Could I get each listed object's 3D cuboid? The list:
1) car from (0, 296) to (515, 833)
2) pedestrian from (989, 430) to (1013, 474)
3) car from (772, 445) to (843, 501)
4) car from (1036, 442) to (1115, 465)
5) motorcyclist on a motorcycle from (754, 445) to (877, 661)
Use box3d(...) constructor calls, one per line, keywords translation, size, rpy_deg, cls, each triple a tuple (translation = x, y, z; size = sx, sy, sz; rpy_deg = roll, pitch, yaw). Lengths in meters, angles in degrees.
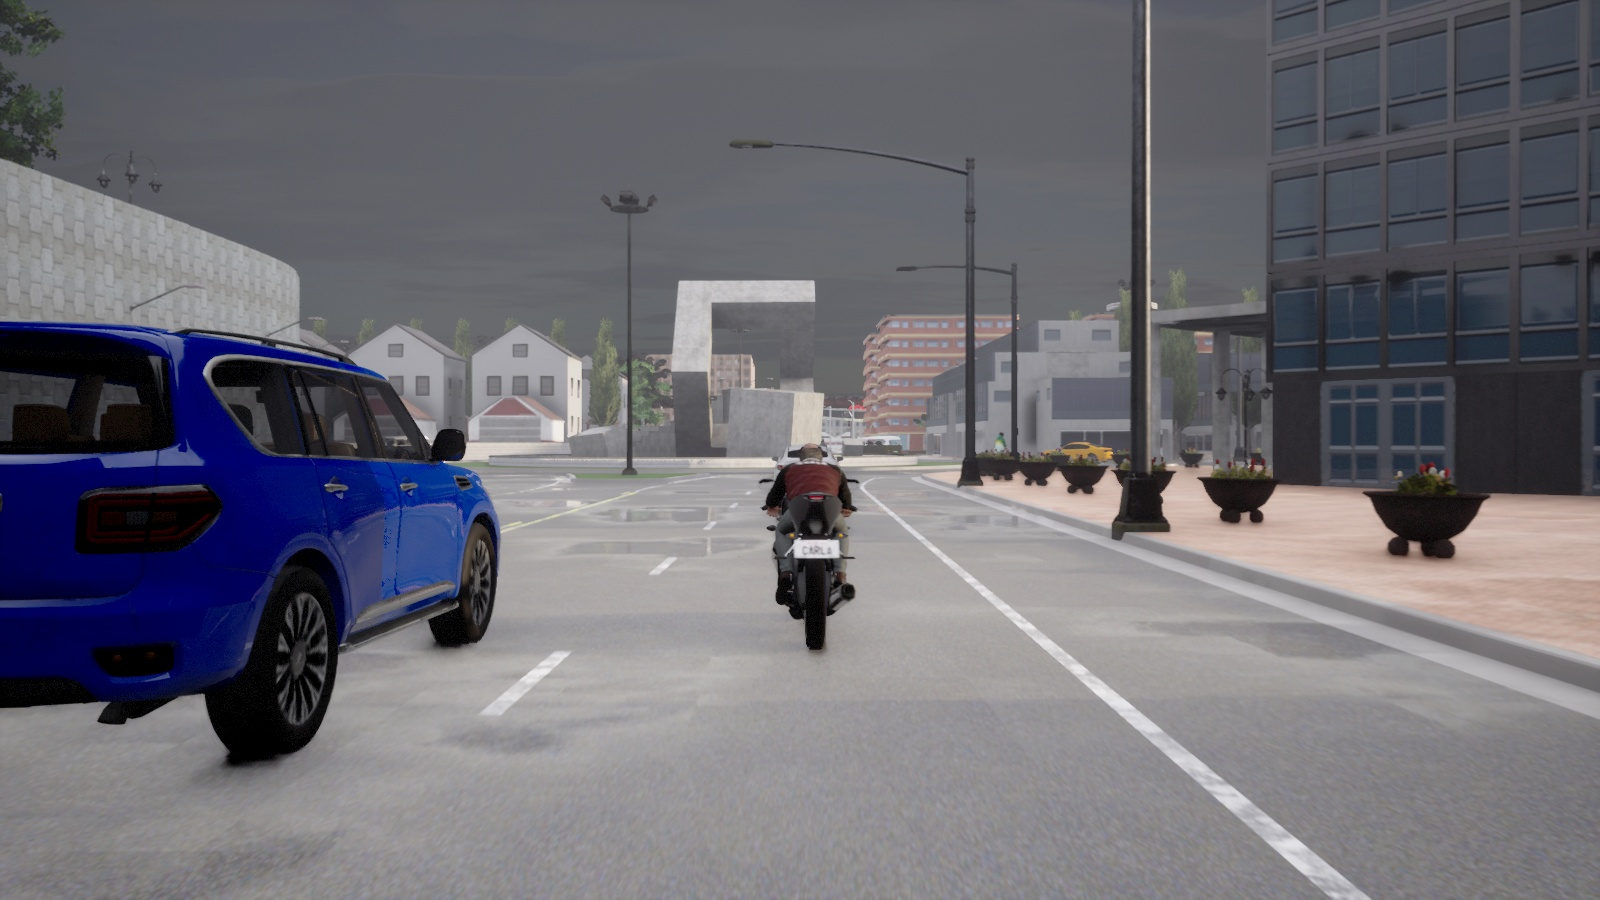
box3d(translation=(-3.442, 0.420, 7.566), size=(2.150, 2.045, 5.566), rpy_deg=(0, 0, 0), cls="car")
box3d(translation=(9.135, 0.087, 57.130), size=(0.873, 1.952, 0.659), rpy_deg=(0, 0, -22), cls="pedestrian")
box3d(translation=(0.211, 0.578, 34.520), size=(1.812, 1.442, 4.674), rpy_deg=(0, 0, 0), cls="car")
box3d(translation=(18.931, 0.252, 86.422), size=(5.008, 1.535, 1.882), rpy_deg=(0, 1, 32), cls="car")
box3d(translation=(0.084, 0.725, 10.008), size=(0.866, 1.530, 2.191), rpy_deg=(0, 0, -1), cls="motorcyclist on a motorcycle")
